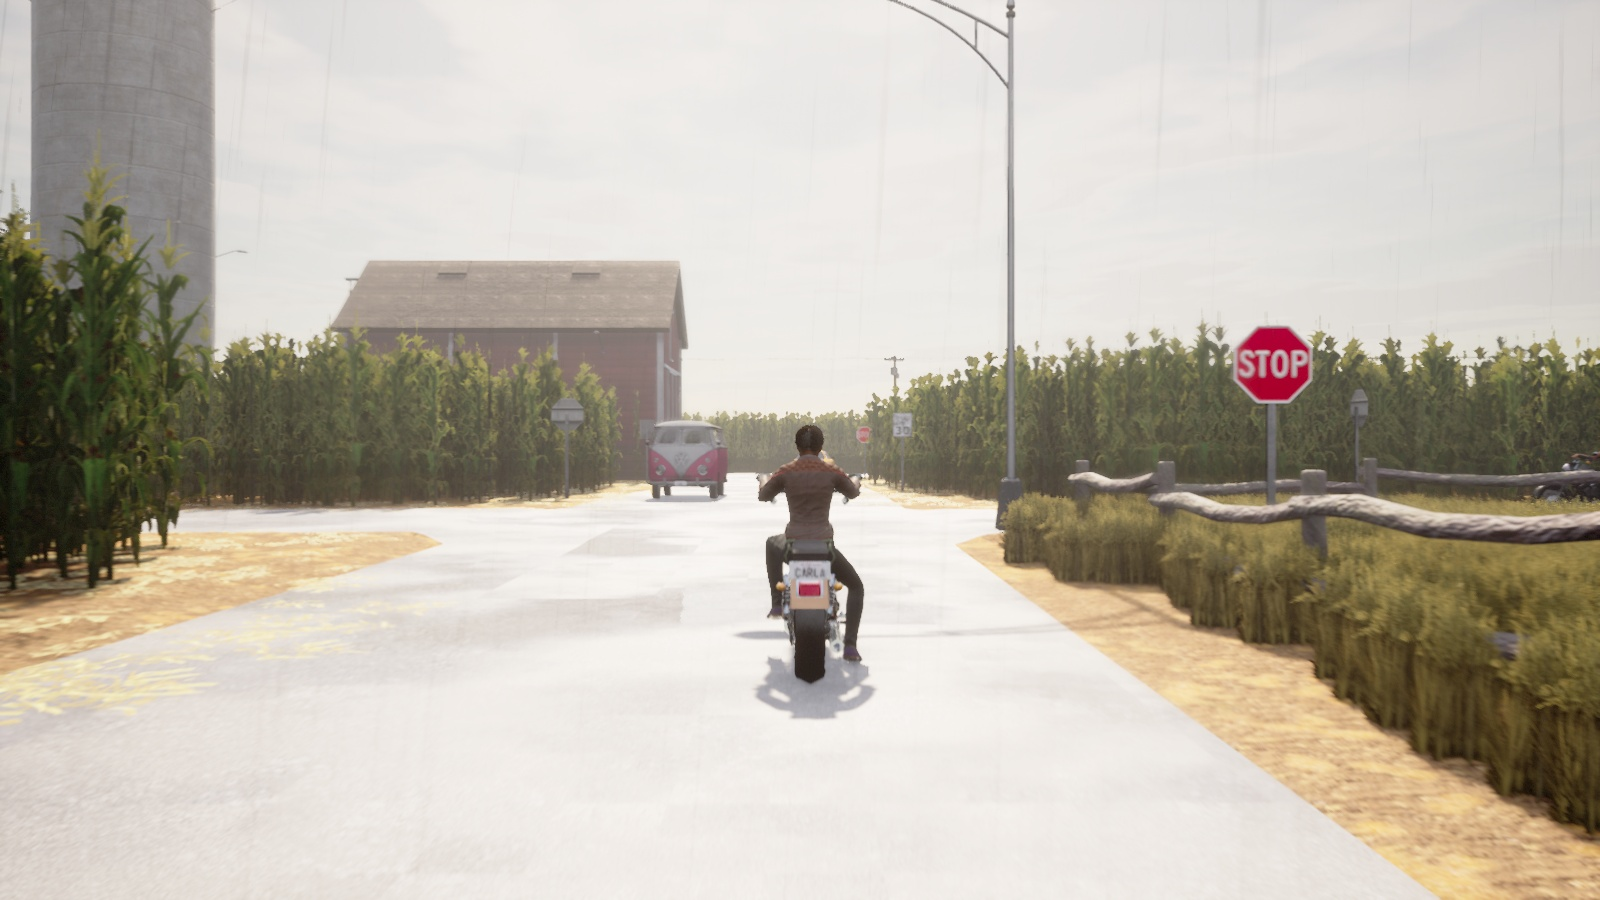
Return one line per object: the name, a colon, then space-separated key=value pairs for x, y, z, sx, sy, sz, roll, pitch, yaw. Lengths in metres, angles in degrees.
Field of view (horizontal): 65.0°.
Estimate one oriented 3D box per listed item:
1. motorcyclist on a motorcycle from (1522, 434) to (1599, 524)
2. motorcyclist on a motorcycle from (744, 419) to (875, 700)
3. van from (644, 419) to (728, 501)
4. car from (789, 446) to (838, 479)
motorcyclist on a motorcycle: x=14.885 y=0.538 z=23.457 sx=2.350 sy=1.649 sz=0.766 roll=0 pitch=0 yaw=1
motorcyclist on a motorcycle: x=0.064 y=0.635 z=8.529 sx=0.766 sy=1.649 sz=2.350 roll=0 pitch=0 yaw=0
van: x=-2.897 y=0.247 z=32.778 sx=1.775 sy=1.987 sz=4.442 roll=0 pitch=0 yaw=0
car: x=0.722 y=0.610 z=62.813 sx=1.801 sy=1.575 sz=5.366 roll=0 pitch=0 yaw=8
